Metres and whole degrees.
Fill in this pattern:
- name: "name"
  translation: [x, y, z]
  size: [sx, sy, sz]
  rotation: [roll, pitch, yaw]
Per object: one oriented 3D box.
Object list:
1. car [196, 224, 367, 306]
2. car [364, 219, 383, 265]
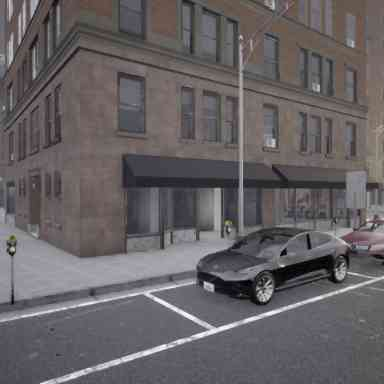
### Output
- name: "car"
  translation: [2.110, 1.566, 8.073]
  size: [4.313, 1.339, 1.947]
  rotation: [0, 0, -36]
- name: "car"
  translation: [6.572, 1.583, 11.290]
  size: [4.206, 1.307, 1.802]
  rotation: [0, 0, -36]
